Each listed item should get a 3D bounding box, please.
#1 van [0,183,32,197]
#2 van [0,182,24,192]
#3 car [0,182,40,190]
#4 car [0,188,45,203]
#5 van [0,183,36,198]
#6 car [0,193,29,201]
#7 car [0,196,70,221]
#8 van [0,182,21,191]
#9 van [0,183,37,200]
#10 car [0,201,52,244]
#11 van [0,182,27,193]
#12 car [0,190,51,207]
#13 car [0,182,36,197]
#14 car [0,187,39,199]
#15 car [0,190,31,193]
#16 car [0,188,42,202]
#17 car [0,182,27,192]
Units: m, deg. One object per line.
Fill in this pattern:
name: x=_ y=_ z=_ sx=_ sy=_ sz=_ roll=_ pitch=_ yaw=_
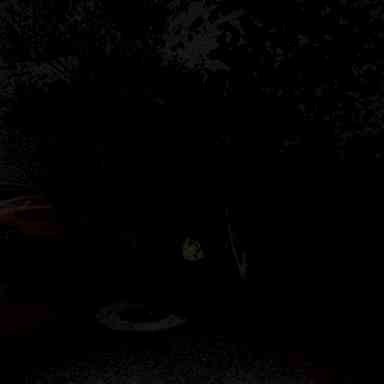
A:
van: x=-25.931 y=-0.279 z=48.669 sx=4.442 sy=1.987 sz=1.878 roll=1 pitch=1 yaw=-30
van: x=-39.482 y=-1.120 z=72.960 sx=4.442 sy=1.987 sz=1.878 roll=1 pitch=1 yaw=-30
car: x=-14.856 y=0.456 z=29.495 sx=5.566 sy=2.045 sz=2.435 roll=1 pitch=2 yaw=-30
car: x=-19.032 y=0.415 z=36.829 sx=4.792 sy=1.488 sz=2.163 roll=1 pitch=2 yaw=-30
van: x=-24.359 y=-0.191 z=46.377 sx=4.442 sy=1.987 sz=1.878 roll=1 pitch=1 yaw=-30
car: x=-8.078 y=1.117 z=17.578 sx=4.553 sy=1.767 sz=2.185 roll=1 pitch=2 yaw=-30
car: x=-10.788 y=1.071 z=22.269 sx=4.674 sy=1.452 sz=2.002 roll=1 pitch=2 yaw=-30
van: x=-42.427 y=-1.292 z=77.665 sx=4.442 sy=1.987 sz=1.878 roll=1 pitch=1 yaw=-30
van: x=-21.808 y=-0.023 z=41.439 sx=4.442 sy=1.987 sz=1.878 roll=1 pitch=1 yaw=-30
car: x=-6.745 y=1.350 z=15.156 sx=5.008 sy=1.535 sz=2.097 roll=1 pitch=2 yaw=-30
van: x=-34.005 y=-0.783 z=63.333 sx=4.442 sy=1.987 sz=1.878 roll=1 pitch=1 yaw=-30
car: x=-16.283 y=0.627 z=31.880 sx=4.792 sy=1.488 sz=2.163 roll=1 pitch=2 yaw=-30
car: x=-27.222 y=-0.387 z=51.118 sx=5.566 sy=2.045 sz=2.435 roll=1 pitch=1 yaw=-30
car: x=-23.093 y=0.117 z=43.920 sx=5.008 sy=1.535 sz=2.097 roll=1 pitch=1 yaw=-30
car: x=-12.314 y=0.917 z=24.584 sx=5.366 sy=1.575 sz=1.946 roll=1 pitch=2 yaw=-30
car: x=-20.336 y=0.324 z=39.122 sx=4.792 sy=1.488 sz=2.163 roll=1 pitch=1 yaw=-30
car: x=-38.238 y=-1.063 z=70.481 sx=5.566 sy=2.045 sz=2.435 roll=1 pitch=1 yaw=-30
